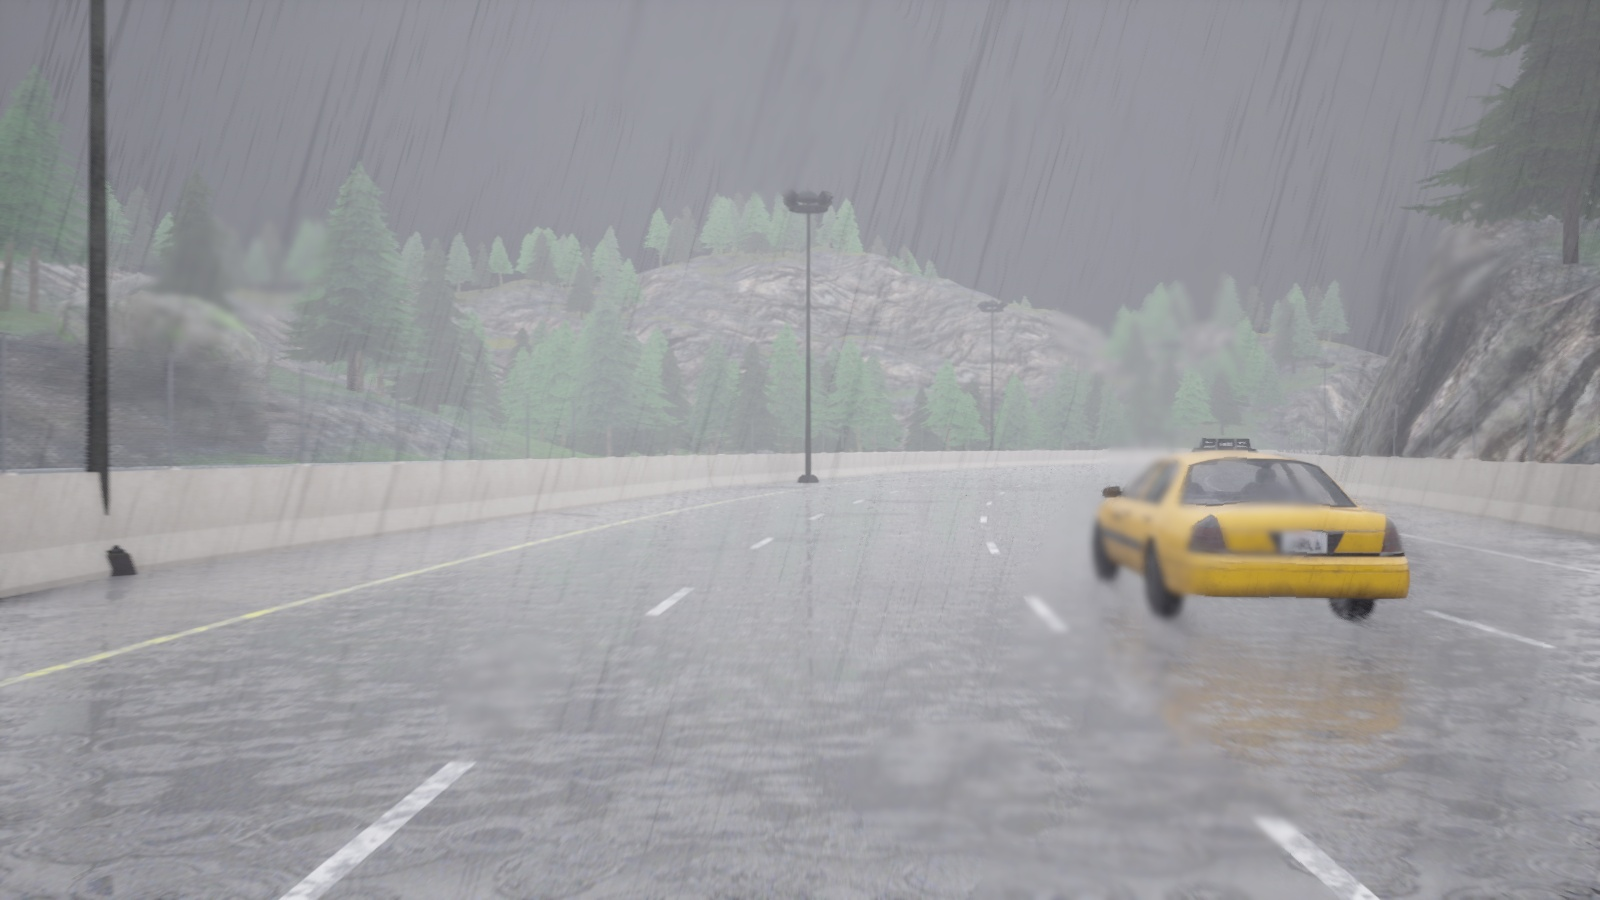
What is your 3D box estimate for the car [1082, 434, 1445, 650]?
[{"bbox_3d":[4.005,0.663,11.930,1.801,1.575,5.366,0,0,4],"label":"car"}]
